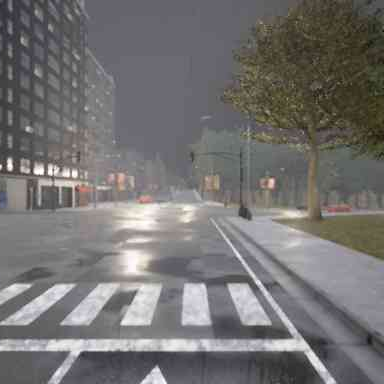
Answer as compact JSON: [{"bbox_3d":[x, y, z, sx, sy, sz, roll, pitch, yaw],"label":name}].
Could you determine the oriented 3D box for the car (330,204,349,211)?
[{"bbox_3d":[31.658,3.301,71.305,2.128,1.511,4.902,0,-2,45],"label":"car"}]

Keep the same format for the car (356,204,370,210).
[{"bbox_3d":[42.320,3.682,81.997,2.033,1.411,5.357,0,-2,45],"label":"car"}]

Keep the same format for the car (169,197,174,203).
[{"bbox_3d":[-6.464,1.974,84.904,2.128,1.511,4.902,0,-1,0],"label":"car"}]

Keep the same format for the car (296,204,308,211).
[{"bbox_3d":[20.874,2.822,60.517,4.718,1.301,1.895,3,-2,-45],"label":"car"}]

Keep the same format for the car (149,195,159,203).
[{"bbox_3d":[-9.713,1.681,85.447,2.150,2.045,5.566,0,-1,0],"label":"car"}]

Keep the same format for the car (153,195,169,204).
[{"bbox_3d":[-6.470,1.868,69.739,1.895,1.301,4.718,0,-1,0],"label":"car"}]

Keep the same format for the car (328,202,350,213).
[{"bbox_3d":[24.290,2.508,54.710,2.097,1.767,4.553,0,-2,45],"label":"car"}]

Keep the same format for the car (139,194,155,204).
[{"bbox_3d":[-9.720,1.497,69.678,2.150,2.045,5.566,0,-1,0],"label":"car"}]
